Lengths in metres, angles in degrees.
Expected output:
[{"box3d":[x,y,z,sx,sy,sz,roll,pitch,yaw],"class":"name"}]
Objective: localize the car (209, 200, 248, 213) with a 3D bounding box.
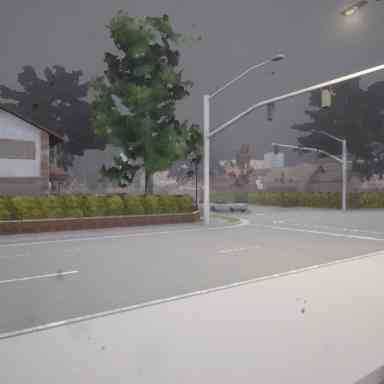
[{"box3d":[3.869,1.510,36.329,1.895,1.301,4.718,0,0,-36],"class":"car"}]
